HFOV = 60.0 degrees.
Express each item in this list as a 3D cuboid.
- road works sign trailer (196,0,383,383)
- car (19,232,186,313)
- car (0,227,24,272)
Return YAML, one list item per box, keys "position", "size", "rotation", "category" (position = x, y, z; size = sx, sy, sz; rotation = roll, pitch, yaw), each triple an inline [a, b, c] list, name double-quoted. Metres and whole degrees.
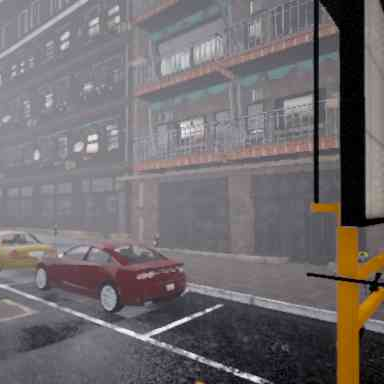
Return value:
- position: [1.190, 0.595, 2.420]
  size: [2.880, 3.560, 2.380]
  rotation: [-1, -3, 38]
  category: "road works sign trailer"
- position: [-2.210, 1.873, 8.307]
  size: [4.507, 1.381, 1.887]
  rotation: [-1, -4, 38]
  category: "car"
- position: [-6.703, 1.935, 11.818]
  size: [4.829, 1.417, 1.752]
  rotation: [-1, -4, 38]
  category: "car"
